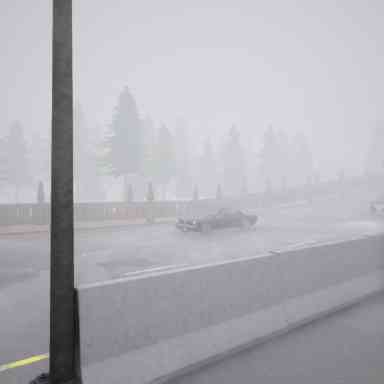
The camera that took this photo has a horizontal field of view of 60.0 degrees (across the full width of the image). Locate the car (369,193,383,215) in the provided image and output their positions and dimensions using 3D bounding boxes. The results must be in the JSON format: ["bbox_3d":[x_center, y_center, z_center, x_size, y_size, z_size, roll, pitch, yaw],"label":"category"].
[{"bbox_3d":[14.546,0.693,23.895,4.902,1.511,2.128,-6,3,-37],"label":"car"}]

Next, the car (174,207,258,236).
[{"bbox_3d":[1.376,1.552,18.321,4.718,1.301,1.895,-1,1,-37],"label":"car"}]
